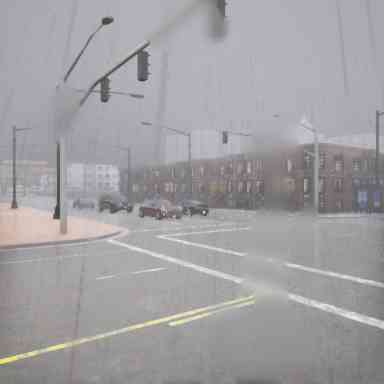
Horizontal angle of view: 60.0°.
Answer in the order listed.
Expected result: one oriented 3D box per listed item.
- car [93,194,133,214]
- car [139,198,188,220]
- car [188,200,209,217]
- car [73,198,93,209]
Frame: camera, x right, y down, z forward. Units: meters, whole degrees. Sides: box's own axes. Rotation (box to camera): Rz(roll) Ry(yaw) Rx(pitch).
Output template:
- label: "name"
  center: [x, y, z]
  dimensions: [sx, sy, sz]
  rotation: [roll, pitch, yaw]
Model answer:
- label: "car"
  center: [-8.421, 1.220, 36.203]
  dimensions: [2.150, 2.045, 5.566]
  rotation: [0, 0, -36]
- label: "car"
  center: [-2.709, 1.352, 28.266]
  dimensions: [2.097, 1.767, 4.553]
  rotation: [0, 0, -35]
- label: "car"
  center: [-0.329, 1.505, 31.149]
  dimensions: [1.837, 1.490, 4.892]
  rotation: [0, 0, -35]
- label: "car"
  center: [-14.700, 1.526, 44.983]
  dimensions: [1.812, 1.442, 4.674]
  rotation: [0, 0, -35]
